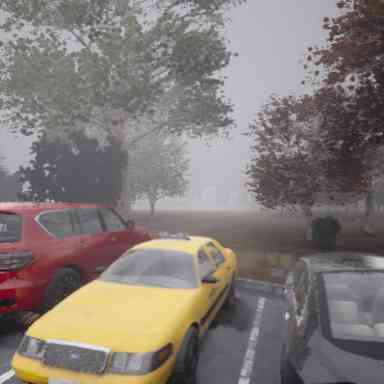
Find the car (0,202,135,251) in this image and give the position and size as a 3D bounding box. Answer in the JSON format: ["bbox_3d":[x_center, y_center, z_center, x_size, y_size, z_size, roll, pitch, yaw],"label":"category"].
[{"bbox_3d":[-2.766,1.237,7.550,2.435,2.045,5.566,0,-1,16],"label":"car"}]

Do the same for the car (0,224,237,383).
[{"bbox_3d":[-0.412,1.482,5.596,1.946,1.575,5.366,1,-1,16],"label":"car"}]

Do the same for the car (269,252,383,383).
[{"bbox_3d":[2.040,1.488,4.036,2.231,1.521,4.892,0,-1,16],"label":"car"}]
